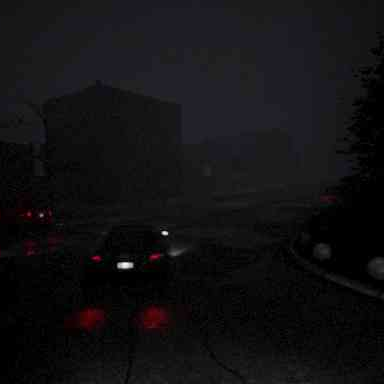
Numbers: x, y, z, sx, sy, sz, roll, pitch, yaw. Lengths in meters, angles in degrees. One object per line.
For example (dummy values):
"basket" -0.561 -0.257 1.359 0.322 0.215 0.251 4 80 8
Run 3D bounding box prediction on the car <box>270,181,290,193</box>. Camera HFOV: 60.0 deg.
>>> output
"car" 14.746 -0.955 59.724 2.435 2.045 5.566 -1 3 39

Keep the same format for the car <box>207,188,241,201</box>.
"car" 4.193 0.302 46.638 1.946 1.575 5.366 -1 3 39

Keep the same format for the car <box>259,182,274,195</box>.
"car" 11.117 -0.361 55.220 1.946 1.575 5.366 -1 3 39

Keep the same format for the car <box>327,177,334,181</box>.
"car" 32.040 -2.605 81.202 2.435 2.045 5.566 -1 3 39

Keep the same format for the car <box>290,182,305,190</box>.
"car" 21.670 -1.334 68.328 2.163 1.488 4.792 -1 3 39

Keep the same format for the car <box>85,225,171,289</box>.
"car" -1.636 1.621 9.445 1.994 1.385 4.181 0 0 -4

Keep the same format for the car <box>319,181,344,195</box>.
"car" 20.315 -0.365 47.831 1.837 1.490 4.892 -1 3 39

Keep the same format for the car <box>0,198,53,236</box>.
"car" -10.743 1.360 19.448 5.566 2.045 2.150 0 0 24

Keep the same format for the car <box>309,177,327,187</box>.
"car" 28.614 -2.025 76.944 2.231 1.521 4.892 -1 3 39

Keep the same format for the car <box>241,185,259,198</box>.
"car" 7.658 -0.031 50.925 1.946 1.575 5.366 -1 3 39
